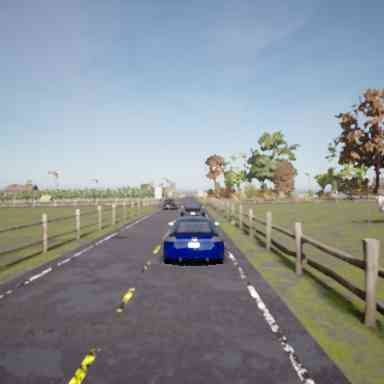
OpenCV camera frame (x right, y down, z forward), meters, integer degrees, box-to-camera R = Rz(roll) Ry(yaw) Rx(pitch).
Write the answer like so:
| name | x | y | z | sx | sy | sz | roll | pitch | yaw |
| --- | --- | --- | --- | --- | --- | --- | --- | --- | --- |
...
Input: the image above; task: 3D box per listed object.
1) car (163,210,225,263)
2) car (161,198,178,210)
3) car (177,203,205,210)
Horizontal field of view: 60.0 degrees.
| name | x | y | z | sx | sy | sz | roll | pitch | yaw |
| --- | --- | --- | --- | --- | --- | --- | --- | --- | --- |
| car | 0.069 | 1.566 | 12.008 | 1.994 | 1.385 | 4.181 | 0 | 0 | 0 |
| car | -2.831 | 1.538 | 42.846 | 1.837 | 1.490 | 4.892 | 0 | -1 | 0 |
| car | 0.066 | 1.579 | 27.058 | 1.994 | 1.385 | 4.181 | 0 | 0 | 0 |
